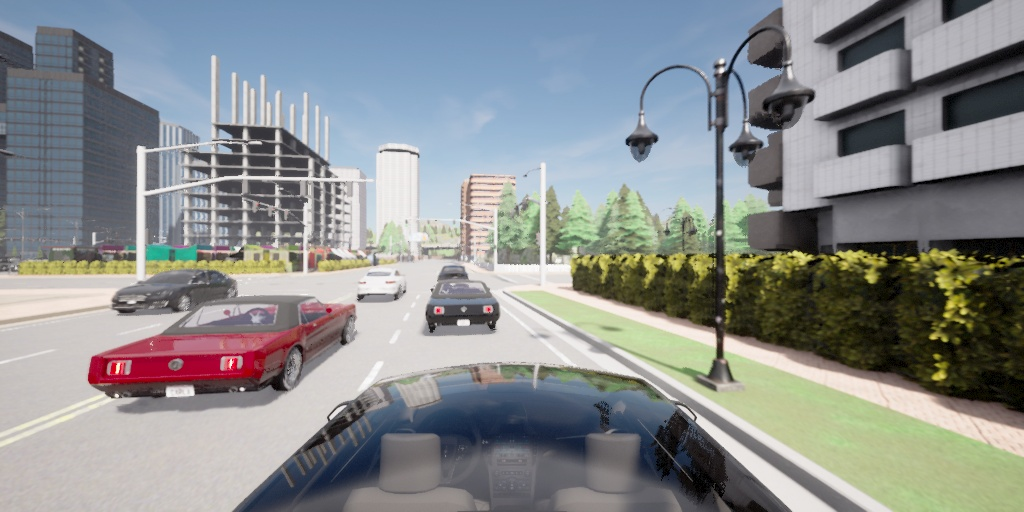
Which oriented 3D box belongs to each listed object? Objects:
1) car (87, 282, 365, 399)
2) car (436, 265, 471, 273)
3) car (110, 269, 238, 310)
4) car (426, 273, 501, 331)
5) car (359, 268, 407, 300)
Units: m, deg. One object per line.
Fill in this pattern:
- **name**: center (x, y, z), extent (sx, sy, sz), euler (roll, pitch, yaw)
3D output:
- **car**: center (-4.371, 1.363, 6.573), extent (1.895, 1.301, 4.718), euler (0, 0, -9)
- **car**: center (-3.655, 1.307, 22.356), extent (1.837, 1.490, 4.892), euler (0, 0, -10)
- **car**: center (-12.888, 1.286, 14.112), extent (1.837, 1.490, 4.892), euler (0, -1, -11)
- **car**: center (-1.579, 1.375, 11.123), extent (1.895, 1.301, 4.718), euler (0, 0, -10)
- **car**: center (-6.384, 1.316, 17.879), extent (1.812, 1.442, 4.674), euler (0, 0, -11)
